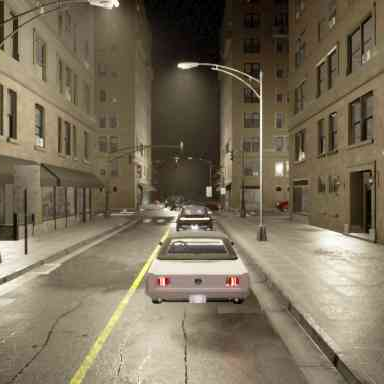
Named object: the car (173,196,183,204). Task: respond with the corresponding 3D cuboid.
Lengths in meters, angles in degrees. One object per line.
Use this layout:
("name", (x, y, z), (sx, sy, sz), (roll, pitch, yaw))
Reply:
("car", (-2.750, 1.582, 67.671), (1.837, 1.490, 4.892), (0, 0, 1))

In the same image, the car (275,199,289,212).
("car", (12.277, 1.353, 38.548), (5.009, 1.841, 2.192), (0, 0, 0))

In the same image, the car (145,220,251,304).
("car", (0.106, 1.602, 8.087), (1.895, 1.301, 4.718), (0, 0, 0))

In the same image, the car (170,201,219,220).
("car", (0.110, 1.499, 18.308), (2.128, 1.511, 4.902), (0, 0, -1))

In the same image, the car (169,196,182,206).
("car", (-2.815, 1.552, 58.203), (2.128, 1.511, 4.902), (0, 0, 0))

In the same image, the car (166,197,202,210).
("car", (0.241, 1.574, 35.980), (5.357, 1.411, 2.033), (0, 0, 0))

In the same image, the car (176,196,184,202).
("car", (-2.729, 1.615, 77.959), (1.812, 1.442, 4.674), (0, 0, 0))

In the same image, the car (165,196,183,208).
("car", (-2.831, 1.398, 48.992), (2.097, 1.767, 4.553), (0, 0, 0))
